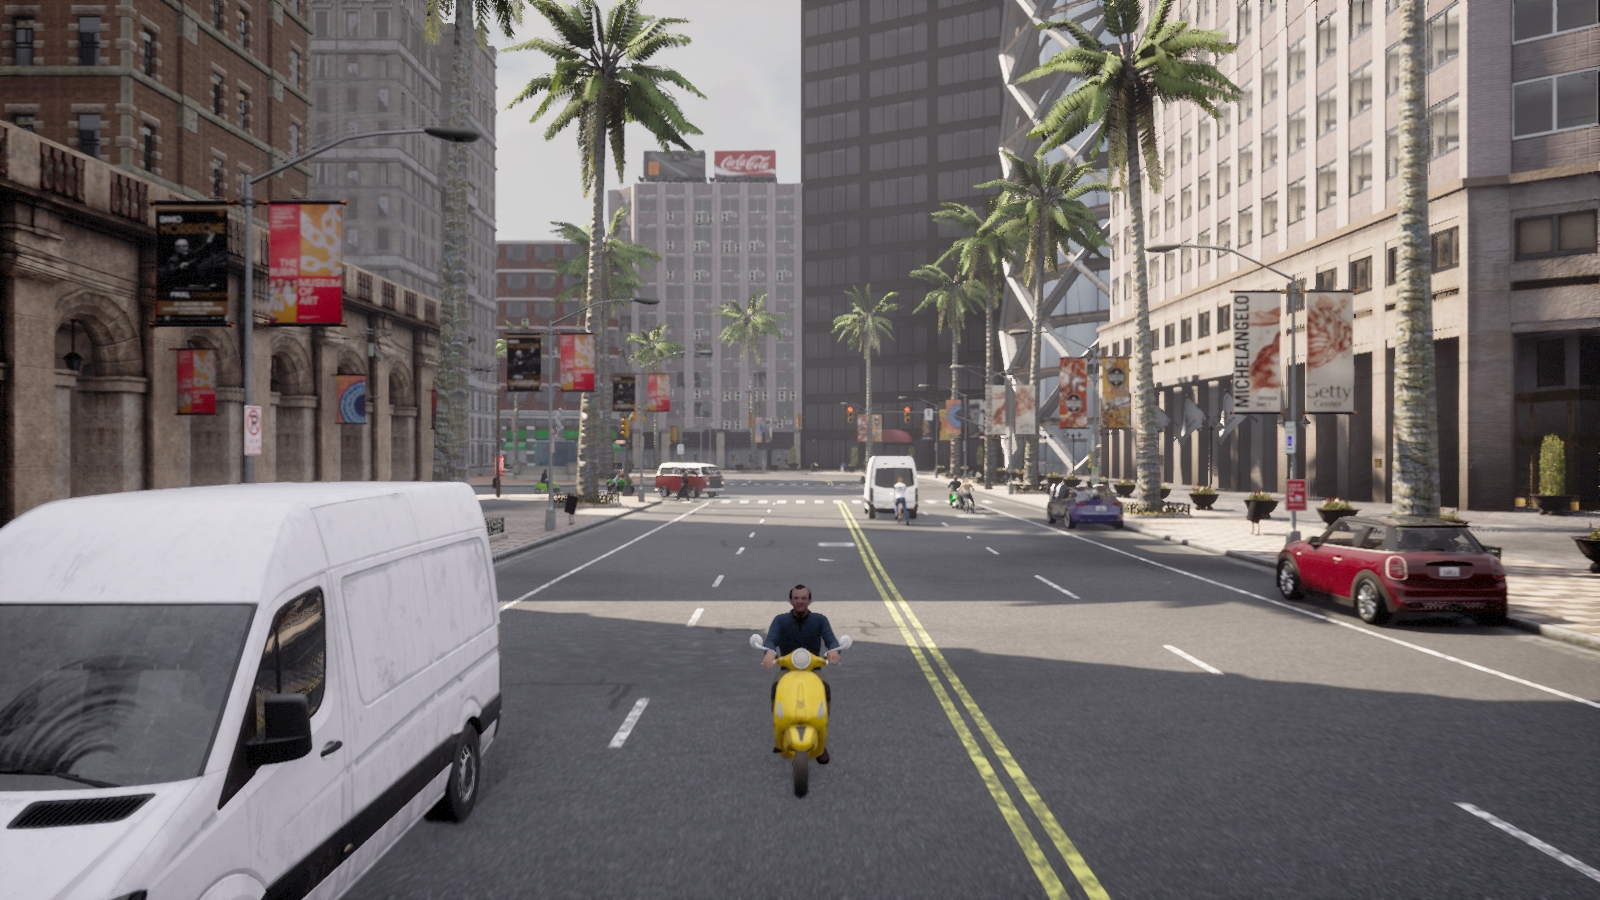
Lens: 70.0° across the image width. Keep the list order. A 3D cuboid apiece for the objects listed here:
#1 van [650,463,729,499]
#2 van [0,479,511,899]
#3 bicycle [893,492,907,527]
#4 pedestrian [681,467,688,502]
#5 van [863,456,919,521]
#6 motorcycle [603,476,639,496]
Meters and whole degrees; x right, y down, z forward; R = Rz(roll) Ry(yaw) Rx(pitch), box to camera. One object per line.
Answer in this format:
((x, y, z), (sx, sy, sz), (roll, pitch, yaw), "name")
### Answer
((-6.538, 1.785, 67.470), (4.480, 2.038, 2.069), (0, 0, 40), "van")
((-3.504, 1.534, 6.976), (1.988, 2.561, 5.915), (0, 0, 0), "van")
((3.716, 2.206, 42.515), (0.373, 1.196, 1.643), (0, 0, 1), "bicycle")
((-6.194, 1.849, 61.319), (0.375, 1.860, 0.375), (0, 0, -5), "pedestrian")
((3.782, 1.535, 48.339), (1.988, 2.561, 5.915), (0, 0, 1), "van")
((-11.102, 2.212, 70.844), (2.033, 1.145, 0.803), (0, 0, 22), "motorcycle")
